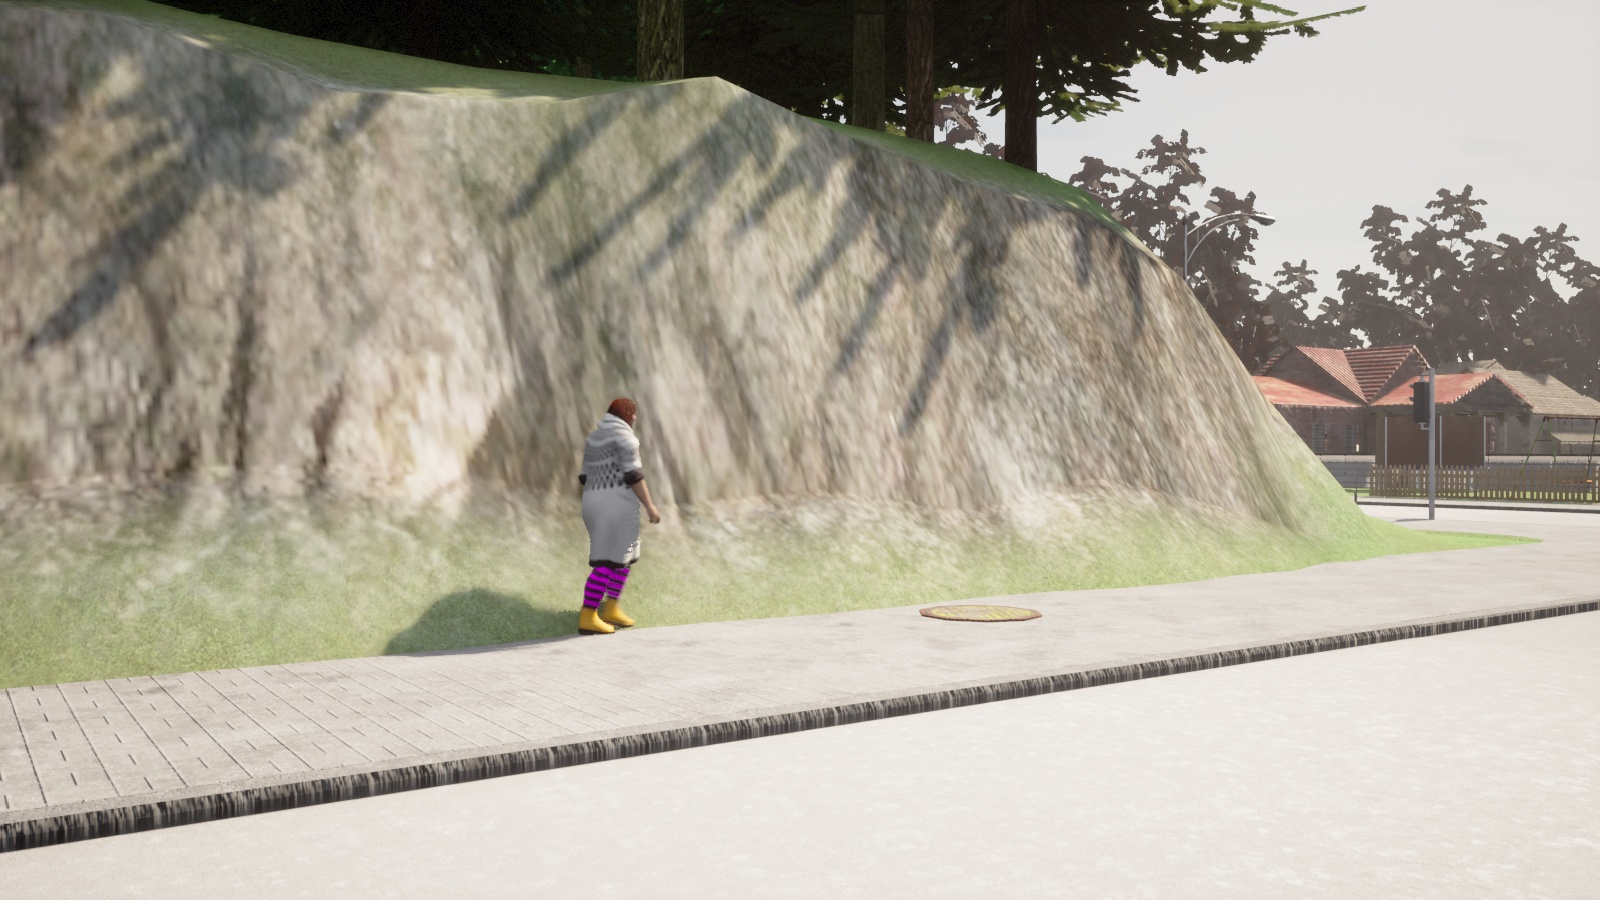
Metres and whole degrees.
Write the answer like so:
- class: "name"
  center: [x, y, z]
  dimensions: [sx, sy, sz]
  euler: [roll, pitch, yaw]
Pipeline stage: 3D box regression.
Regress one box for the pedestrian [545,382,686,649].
- class: "pedestrian"
  center: [-1.427, 0.481, 9.702]
  dimensions: [0.873, 1.952, 0.659]
  euler: [0, 0, -35]
